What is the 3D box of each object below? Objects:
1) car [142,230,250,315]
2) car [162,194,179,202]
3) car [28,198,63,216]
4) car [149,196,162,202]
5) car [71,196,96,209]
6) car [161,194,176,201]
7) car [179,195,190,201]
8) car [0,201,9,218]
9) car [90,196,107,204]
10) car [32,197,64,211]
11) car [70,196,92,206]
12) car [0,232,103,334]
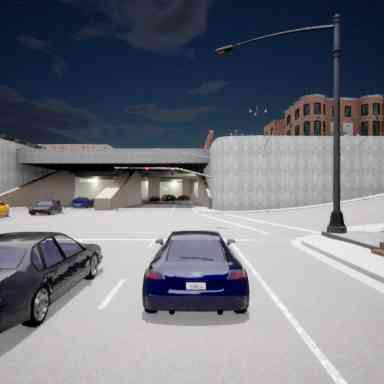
[{"bbox_3d":[0.075,1.564,7.653,1.994,1.385,4.181,0,0,0],"label":"car"},{"bbox_3d":[-4.773,1.355,75.163,2.097,1.767,4.553,0,0,6],"label":"car"},{"bbox_3d":[-14.178,1.547,32.594,2.033,1.411,5.357,0,0,-6],"label":"car"},{"bbox_3d":[-8.292,1.540,74.870,2.033,1.411,5.357,0,0,6],"label":"car"},{"bbox_3d":[-14.837,1.525,45.214,1.812,1.442,4.674,0,0,-1],"label":"car"},{"bbox_3d":[-5.952,1.355,84.921,2.097,1.767,4.553,0,0,24],"label":"car"},{"bbox_3d":[-2.146,1.524,84.959,1.812,1.442,4.674,0,0,28],"label":"car"},{"bbox_3d":[-16.574,1.477,27.446,1.882,1.535,5.008,0,0,-16],"label":"car"},{"bbox_3d":[-18.790,1.542,67.059,2.033,1.411,5.357,0,0,-1],"label":"car"},{"bbox_3d":[-18.267,1.491,42.539,2.128,1.511,4.902,0,0,-2],"label":"car"},{"bbox_3d":[-18.589,1.492,55.902,2.128,1.511,4.902,0,0,-1],"label":"car"},{"bbox_3d":[-3.426,1.547,6.955,2.033,1.411,5.357,0,0,0],"label":"car"}]
